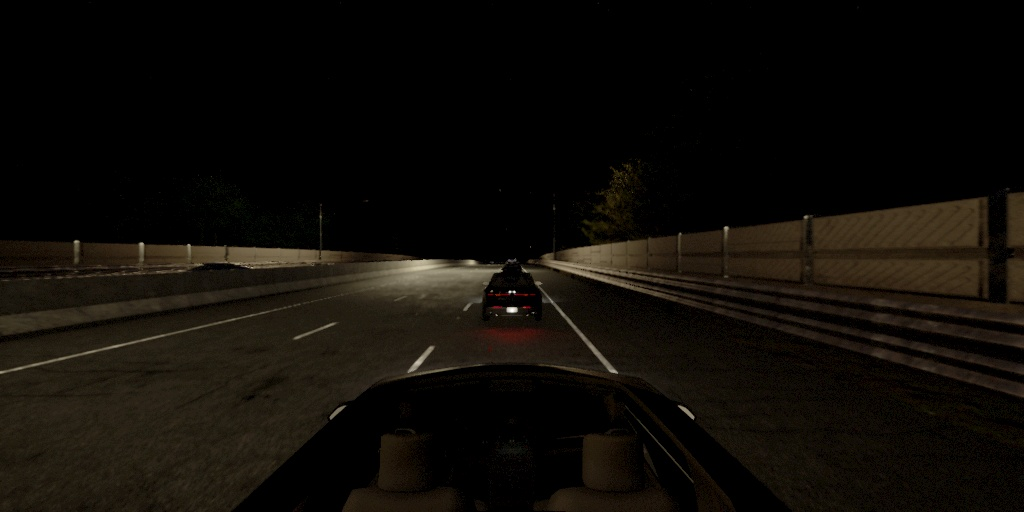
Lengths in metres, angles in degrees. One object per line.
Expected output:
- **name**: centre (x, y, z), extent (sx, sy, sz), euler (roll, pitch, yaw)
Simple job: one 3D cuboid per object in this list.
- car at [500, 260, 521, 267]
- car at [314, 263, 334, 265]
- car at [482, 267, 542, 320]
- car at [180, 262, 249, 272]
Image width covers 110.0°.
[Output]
- **car**: centre (0.006, 1.339, 36.173), extent (1.895, 1.301, 4.718), euler (0, 0, 0)
- **car**: centre (-17.512, 1.340, 32.820), extent (1.895, 1.301, 4.718), euler (0, 0, 0)
- **car**: centre (0.002, 1.296, 12.578), extent (1.837, 1.490, 4.892), euler (0, 0, 0)
- **car**: centre (-21.071, 1.221, 25.373), extent (1.882, 1.535, 5.008), euler (0, 0, 0)
